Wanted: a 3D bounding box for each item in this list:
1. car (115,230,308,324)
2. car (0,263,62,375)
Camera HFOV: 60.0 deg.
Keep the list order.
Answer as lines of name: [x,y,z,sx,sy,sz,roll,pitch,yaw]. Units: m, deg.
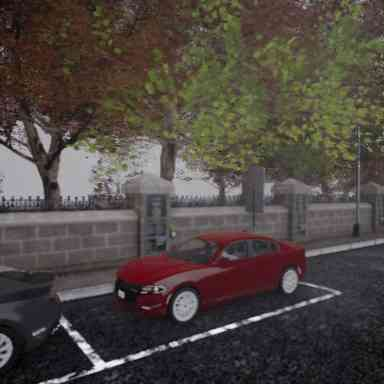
car: [0.596,1.553,7.143,4.507,1.381,1.887,0,0,-36]
car: [-3.884,1.549,3.883,4.403,1.369,2.008,0,0,-36]
